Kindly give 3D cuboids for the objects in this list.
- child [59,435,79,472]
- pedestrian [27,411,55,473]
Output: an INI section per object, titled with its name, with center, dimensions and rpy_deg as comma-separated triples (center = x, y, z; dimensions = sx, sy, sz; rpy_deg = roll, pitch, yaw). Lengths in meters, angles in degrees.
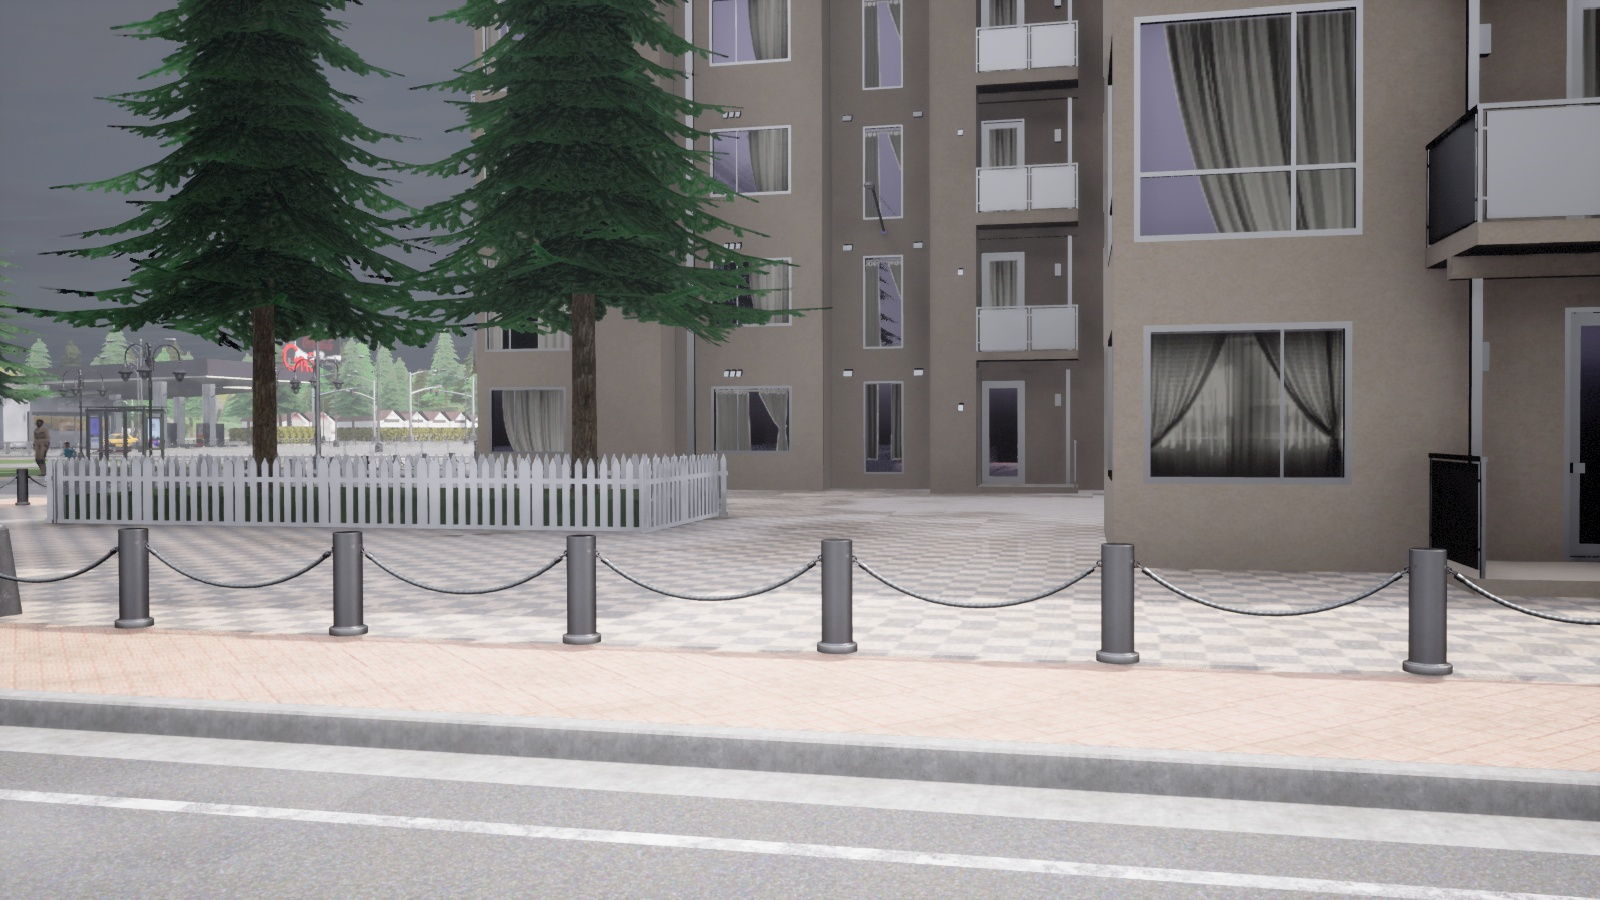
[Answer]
[child]
center = -24.012, 0.102, 41.243
dimensions = 0.343, 1.192, 0.448
rpy_deg = 0, 1, 16
[pedestrian]
center = -23.986, -0.254, 39.688
dimensions = 0.396, 1.930, 0.692
rpy_deg = 0, 1, 9
